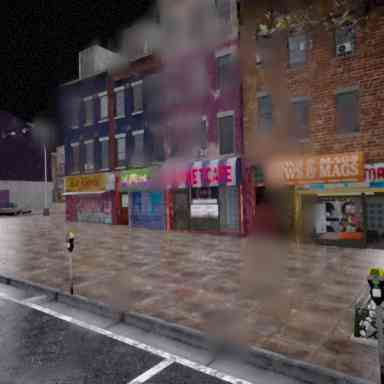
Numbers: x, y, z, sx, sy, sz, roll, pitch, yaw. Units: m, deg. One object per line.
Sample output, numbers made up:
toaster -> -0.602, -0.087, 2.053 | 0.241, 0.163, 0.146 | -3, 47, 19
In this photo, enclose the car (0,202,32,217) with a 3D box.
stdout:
car -> -17.553, 1.621, 30.214 | 2.033, 1.411, 5.357 | -2, -1, 39
